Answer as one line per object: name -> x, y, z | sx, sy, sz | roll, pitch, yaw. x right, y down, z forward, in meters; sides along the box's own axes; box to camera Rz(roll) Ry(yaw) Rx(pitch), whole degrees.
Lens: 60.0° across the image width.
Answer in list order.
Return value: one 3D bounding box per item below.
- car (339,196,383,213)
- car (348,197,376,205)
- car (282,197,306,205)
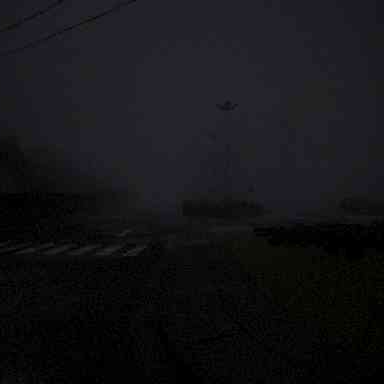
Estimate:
car -> 18.720, 1.383, 36.727 | 4.605, 1.855, 1.932 | 0, 0, -1
car -> 30.903, 1.596, 60.661 | 4.193, 1.474, 1.816 | 0, 0, -1
car -> 18.066, 1.646, 59.197 | 3.905, 1.438, 1.784 | 0, 0, -1
